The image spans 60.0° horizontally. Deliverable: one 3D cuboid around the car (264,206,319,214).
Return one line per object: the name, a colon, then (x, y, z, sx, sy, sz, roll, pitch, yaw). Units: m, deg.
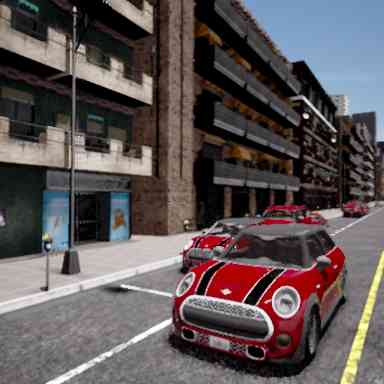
car: (4.396, 1.603, 15.916, 2.192, 1.841, 5.009, 0, -1, 32)

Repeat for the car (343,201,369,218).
car: (19.386, 2.055, 39.776, 2.192, 1.841, 5.009, 0, -1, 32)

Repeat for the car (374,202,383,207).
car: (46.366, 3.097, 82.719, 2.008, 1.369, 4.403, 0, -1, 32)

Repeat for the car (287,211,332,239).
car: (7.392, 1.960, 20.684, 1.802, 1.307, 4.206, 0, -1, 32)

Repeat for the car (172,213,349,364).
car: (1.583, 1.468, 6.360, 2.097, 1.767, 4.553, 0, -1, 33)

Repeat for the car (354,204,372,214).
car: (25.381, 2.464, 49.317, 1.887, 1.381, 4.507, 0, -1, 32)
